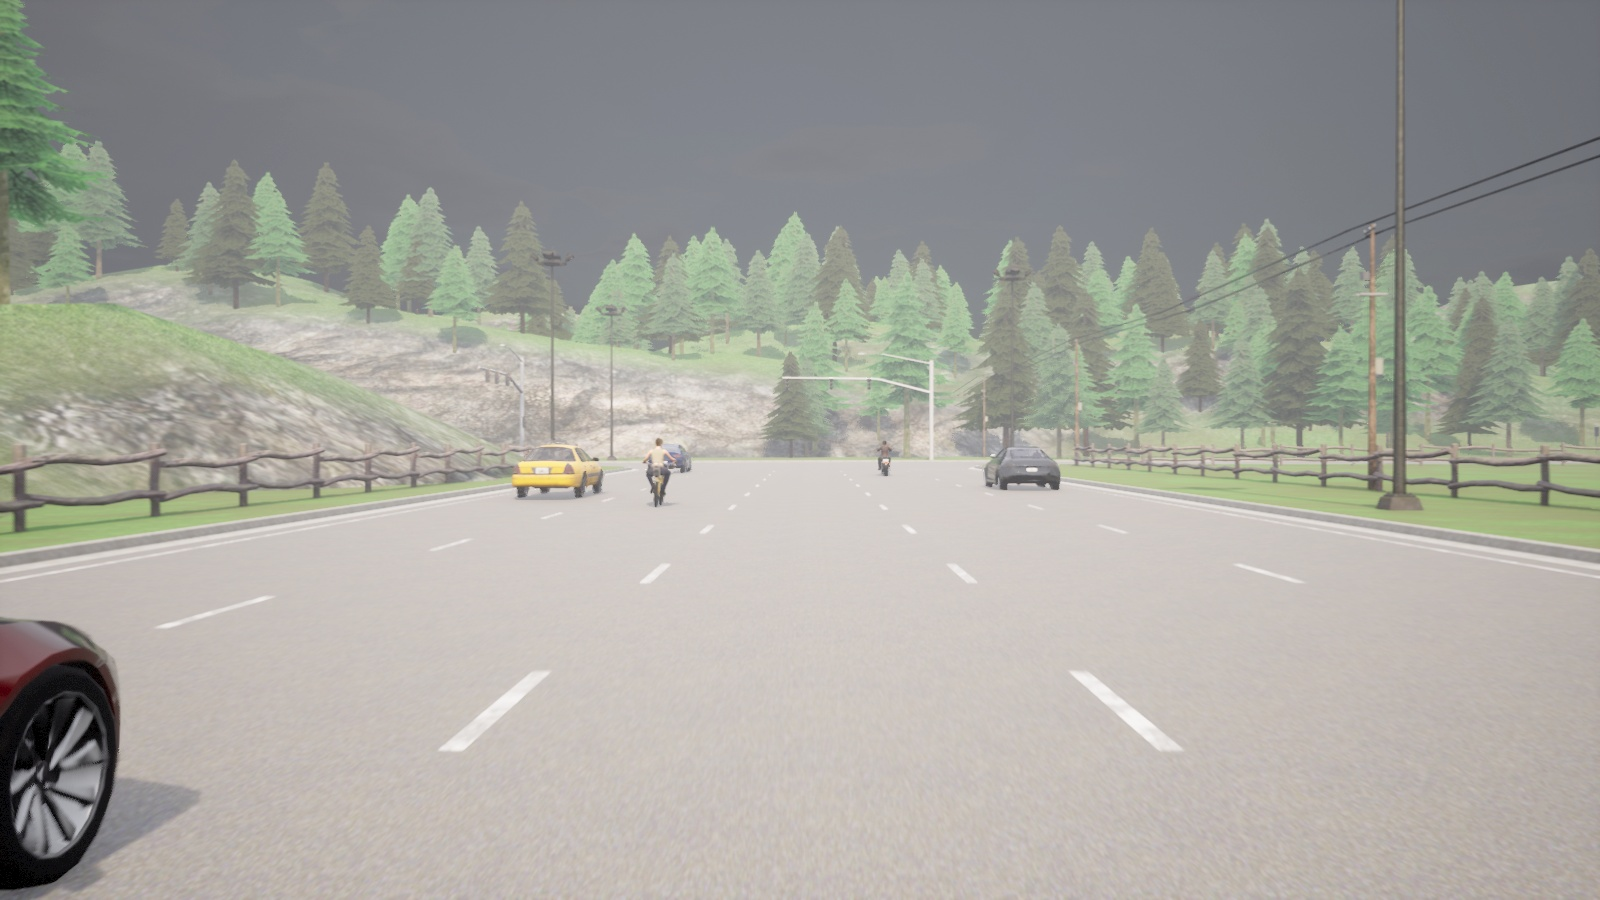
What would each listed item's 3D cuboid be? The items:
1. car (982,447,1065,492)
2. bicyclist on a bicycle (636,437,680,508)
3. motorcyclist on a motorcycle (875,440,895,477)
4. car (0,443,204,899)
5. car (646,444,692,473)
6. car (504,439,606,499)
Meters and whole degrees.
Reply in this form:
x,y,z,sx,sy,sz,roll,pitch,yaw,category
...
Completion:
x,y,z,sx,sy,sz,roll,pitch,yaw,category
7.248,0.586,41.148,1.994,1.385,4.181,0,0,0,car
-3.322,0.515,29.513,0.866,1.612,1.509,0,0,1,bicyclist on a bicycle
3.839,0.381,57.029,0.766,1.649,2.350,0,0,0,motorcyclist on a motorcycle
-3.470,0.729,2.609,2.163,1.488,4.792,0,0,0,car
-6.623,0.410,63.838,1.812,1.442,4.674,0,0,0,car
-6.784,0.482,35.375,1.801,1.575,5.366,0,0,0,car
